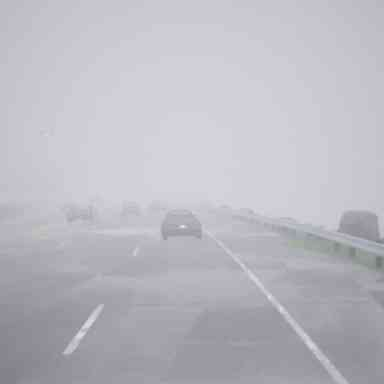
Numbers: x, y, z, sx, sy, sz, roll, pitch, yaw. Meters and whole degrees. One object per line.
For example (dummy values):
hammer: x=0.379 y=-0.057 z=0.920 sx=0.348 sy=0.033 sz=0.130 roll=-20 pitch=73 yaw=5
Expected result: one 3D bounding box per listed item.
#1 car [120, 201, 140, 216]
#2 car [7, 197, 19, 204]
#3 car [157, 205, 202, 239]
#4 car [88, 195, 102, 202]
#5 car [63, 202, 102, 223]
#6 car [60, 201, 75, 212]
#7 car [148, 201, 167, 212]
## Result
car: x=-6.337 y=1.659 z=33.883 sx=2.033 sy=1.411 sz=5.357 roll=-1 pitch=0 yaw=-13
car: x=-35.847 y=1.763 z=66.753 sx=1.837 sy=1.490 sz=4.892 roll=-1 pitch=0 yaw=-24
car: x=-0.675 y=1.590 z=17.593 sx=1.994 sy=1.385 sz=4.181 roll=-1 pitch=0 yaw=-7
car: x=-17.872 y=1.497 z=61.273 sx=2.150 sy=2.045 sz=5.566 roll=0 pitch=-1 yaw=-23
car: x=-8.721 y=1.734 z=26.883 sx=1.895 sy=1.301 sz=4.718 roll=-1 pitch=0 yaw=-10
car: x=-15.529 y=1.832 z=42.380 sx=1.895 sy=1.301 sz=4.718 roll=-1 pitch=0 yaw=-15
car: x=-4.115 y=1.691 z=39.948 sx=1.895 sy=1.301 sz=4.718 roll=-1 pitch=0 yaw=-14
